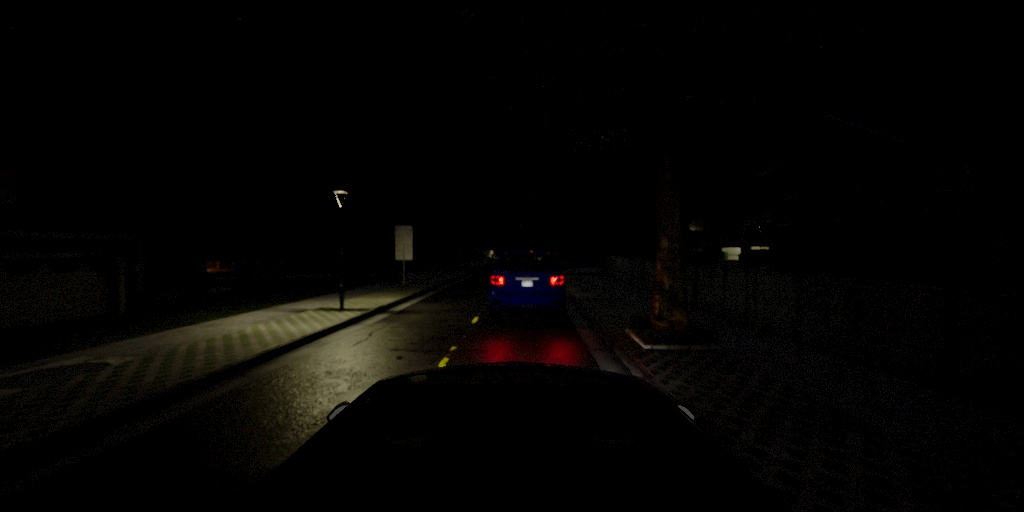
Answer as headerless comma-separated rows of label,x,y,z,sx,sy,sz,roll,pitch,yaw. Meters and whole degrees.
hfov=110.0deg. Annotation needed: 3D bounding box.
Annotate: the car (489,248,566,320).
car,0.502,0.783,11.922,2.150,2.045,5.566,0,1,2
